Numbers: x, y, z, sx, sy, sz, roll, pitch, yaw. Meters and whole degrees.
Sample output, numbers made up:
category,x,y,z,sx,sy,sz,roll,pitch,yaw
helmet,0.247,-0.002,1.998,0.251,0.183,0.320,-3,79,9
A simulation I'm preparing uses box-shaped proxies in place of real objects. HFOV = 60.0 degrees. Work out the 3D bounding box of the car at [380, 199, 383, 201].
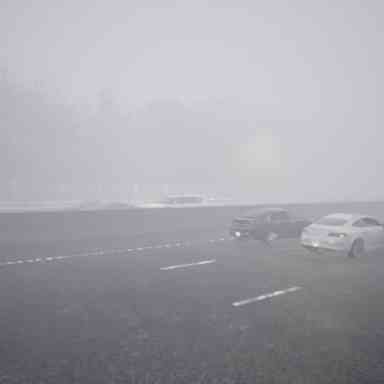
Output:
category,x,y,z,sx,sy,sz,roll,pitch,yaw
car,28.275,1.602,45.590,4.718,1.301,1.895,0,0,-35

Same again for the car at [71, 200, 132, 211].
category,x,y,z,sx,sy,sz,roll,pitch,yaw
car,-6.246,1.503,25.298,4.892,1.490,1.837,1,0,-35

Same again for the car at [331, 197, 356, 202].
category,x,y,z,sx,sy,sz,roll,pitch,yaw
car,24.226,1.493,51.294,4.902,1.511,2.128,0,0,-35

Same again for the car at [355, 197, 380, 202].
category,x,y,z,sx,sy,sz,roll,pitch,yaw
car,26.283,1.526,48.464,4.674,1.442,1.812,0,0,-35

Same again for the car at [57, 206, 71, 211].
category,x,y,z,sx,sy,sz,roll,pitch,yaw
car,-8.690,1.473,27.856,5.008,1.535,1.882,0,0,-35

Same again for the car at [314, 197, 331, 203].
category,x,y,z,sx,sy,sz,roll,pitch,yaw
car,22.061,1.547,54.035,5.357,1.411,2.033,0,0,-35

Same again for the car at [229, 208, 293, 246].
category,x,y,z,sx,sy,sz,roll,pitch,yaw
car,3.889,1.505,15.246,4.892,1.490,1.837,0,0,-36

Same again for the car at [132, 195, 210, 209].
category,x,y,z,sx,sy,sz,roll,pitch,yaw
car,-1.203,1.221,24.563,5.566,2.045,2.150,0,0,-35

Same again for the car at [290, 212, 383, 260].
category,x,y,z,sx,sy,sz,roll,pitch,yaw
car,6.013,1.526,12.460,4.674,1.442,1.812,0,0,-36
